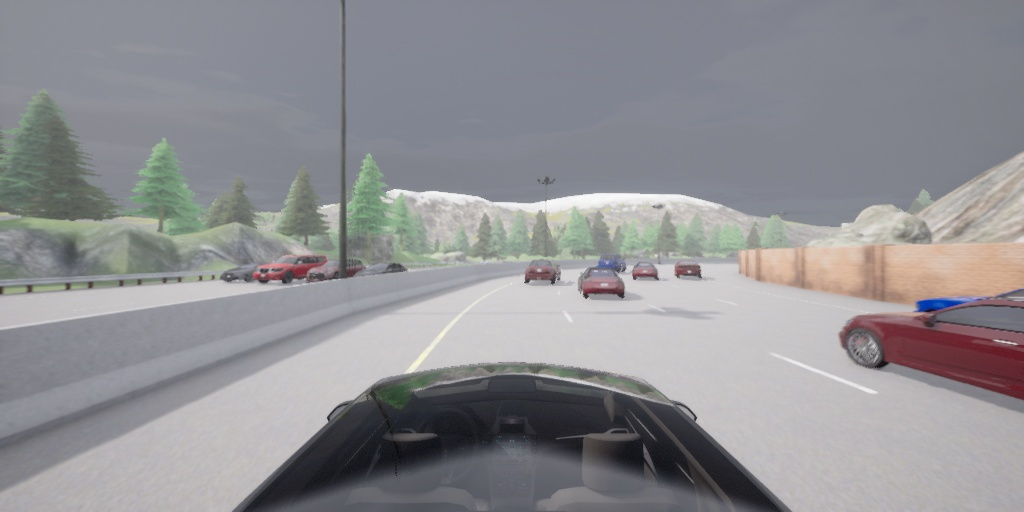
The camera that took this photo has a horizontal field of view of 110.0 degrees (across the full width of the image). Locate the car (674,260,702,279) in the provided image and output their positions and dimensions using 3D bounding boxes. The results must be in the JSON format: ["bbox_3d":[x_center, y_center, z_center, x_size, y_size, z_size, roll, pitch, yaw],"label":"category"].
[{"bbox_3d":[15.294,1.101,31.272,1.882,1.535,5.008,-1,0,22],"label":"car"}]

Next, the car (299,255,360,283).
[{"bbox_3d":[-12.354,0.997,25.586,2.097,1.767,4.553,0,0,11],"label":"car"}]

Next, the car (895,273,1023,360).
[{"bbox_3d":[10.627,1.209,6.576,1.882,1.535,5.008,0,0,0],"label":"car"}]

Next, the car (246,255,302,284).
[{"bbox_3d":[-15.797,0.919,26.219,2.150,2.045,5.566,0,0,11],"label":"car"}]

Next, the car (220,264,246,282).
[{"bbox_3d":[-19.248,1.205,26.794,1.994,1.385,4.181,0,0,11],"label":"car"}]

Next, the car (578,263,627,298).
[{"bbox_3d":[4.423,1.244,18.107,1.994,1.385,4.181,0,0,8],"label":"car"}]

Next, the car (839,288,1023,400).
[{"bbox_3d":[7.105,1.264,4.800,1.812,1.442,4.674,0,0,0],"label":"car"}]

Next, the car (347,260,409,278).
[{"bbox_3d":[-8.930,1.201,24.866,1.837,1.490,4.892,0,0,11],"label":"car"}]

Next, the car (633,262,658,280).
[{"bbox_3d":[11.268,1.191,30.309,1.994,1.385,4.181,0,0,20],"label":"car"}]

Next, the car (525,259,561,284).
[{"bbox_3d":[2.332,0.996,25.968,2.097,1.767,4.553,0,0,14],"label":"car"}]

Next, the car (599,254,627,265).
[{"bbox_3d":[11.103,0.810,39.460,2.150,2.045,5.566,0,0,27],"label":"car"}]
